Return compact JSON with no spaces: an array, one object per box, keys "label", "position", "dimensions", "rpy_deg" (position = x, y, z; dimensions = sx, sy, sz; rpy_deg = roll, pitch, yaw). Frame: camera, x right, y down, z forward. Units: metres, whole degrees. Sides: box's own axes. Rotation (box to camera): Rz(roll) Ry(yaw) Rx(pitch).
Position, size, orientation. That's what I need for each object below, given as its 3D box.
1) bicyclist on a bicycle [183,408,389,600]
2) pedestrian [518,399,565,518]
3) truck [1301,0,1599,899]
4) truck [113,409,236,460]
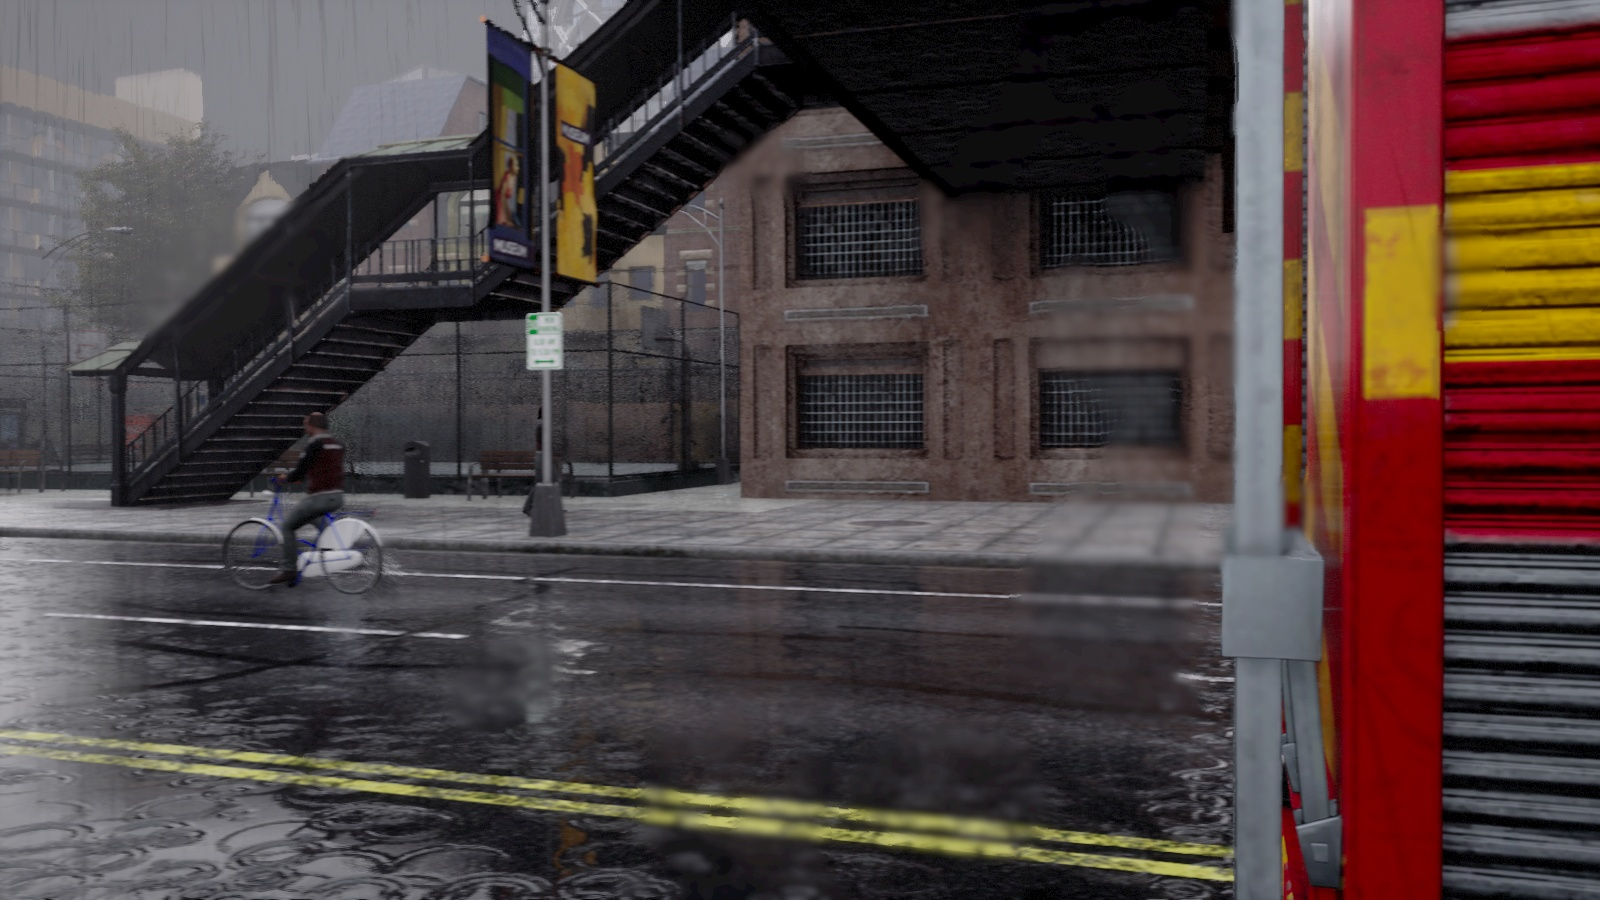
[{"label":"bicyclist on a bicycle","position":[-4.992,0.483,12.206],"dimensions":[1.843,1.776,0.659],"rpy_deg":[1,1,17]},{"label":"pedestrian","position":[-4.266,0.135,20.734],"dimensions":[0.666,1.930,0.402],"rpy_deg":[0,1,10]},{"label":"truck","position":[5.218,-0.343,1.417],"dimensions":[8.468,3.827,2.891],"rpy_deg":[0,1,19]},{"label":"truck","position":[-31.334,-0.789,63.082],"dimensions":[2.627,2.467,5.204],"rpy_deg":[1,1,18]}]
